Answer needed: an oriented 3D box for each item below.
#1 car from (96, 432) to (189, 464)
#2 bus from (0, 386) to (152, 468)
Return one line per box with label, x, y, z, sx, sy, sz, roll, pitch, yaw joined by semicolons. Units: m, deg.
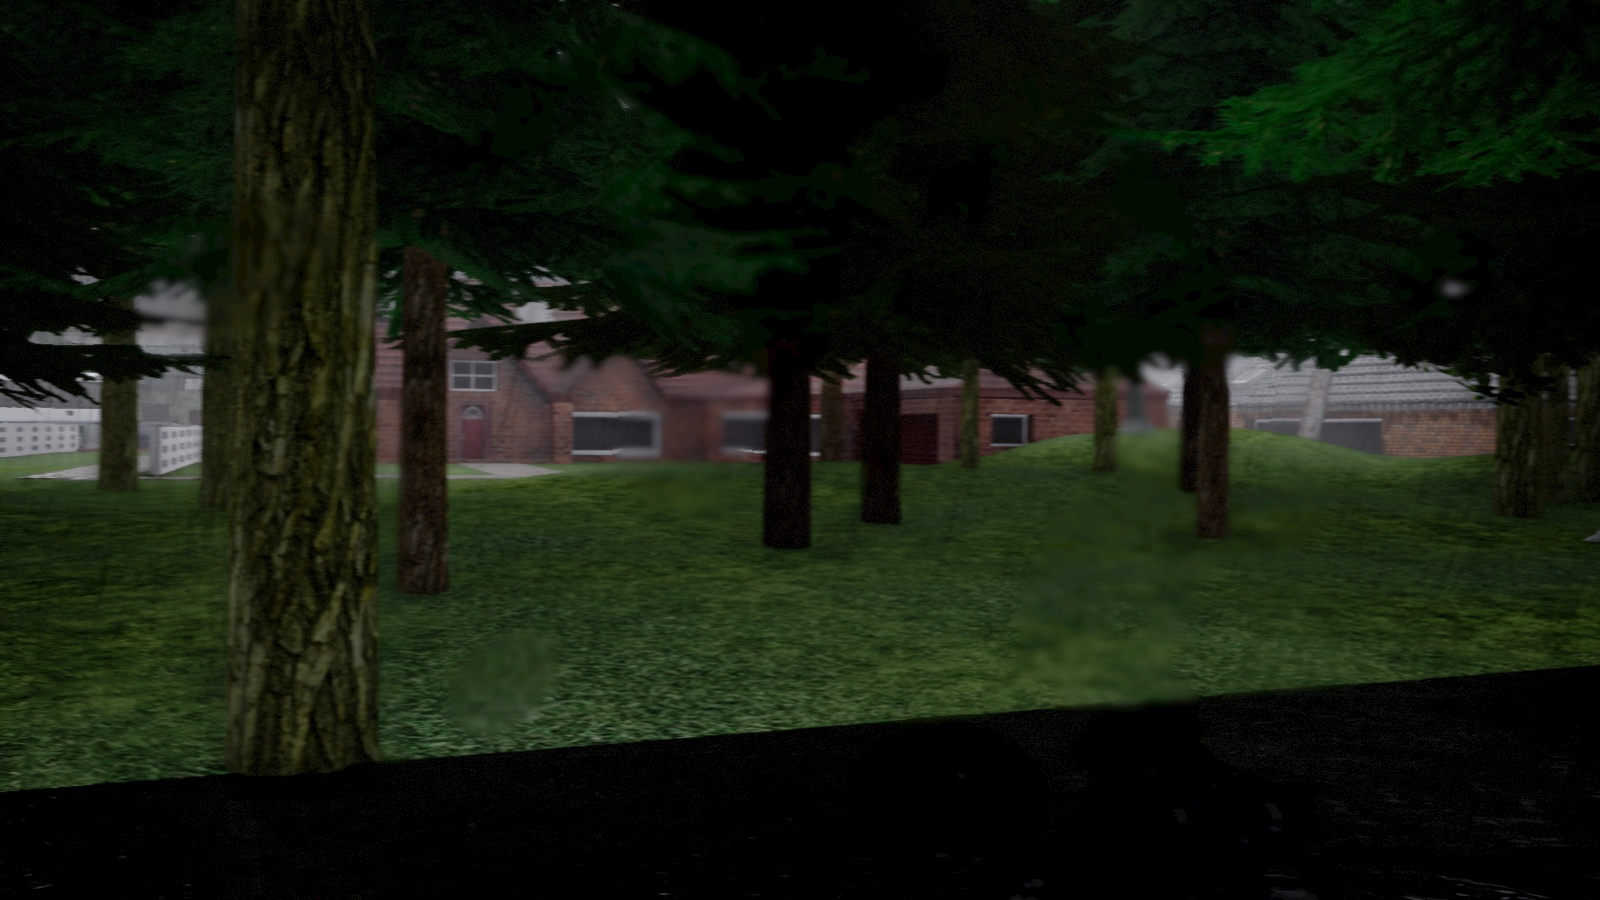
car;-38.111;-0.117;72.917;4.553;1.767;2.097;-1;1;-21
bus;-40.880;-1.235;67.570;10.273;4.253;3.944;-1;1;-21
